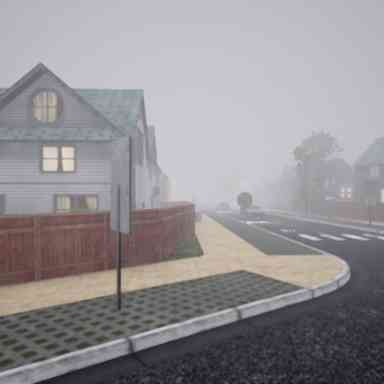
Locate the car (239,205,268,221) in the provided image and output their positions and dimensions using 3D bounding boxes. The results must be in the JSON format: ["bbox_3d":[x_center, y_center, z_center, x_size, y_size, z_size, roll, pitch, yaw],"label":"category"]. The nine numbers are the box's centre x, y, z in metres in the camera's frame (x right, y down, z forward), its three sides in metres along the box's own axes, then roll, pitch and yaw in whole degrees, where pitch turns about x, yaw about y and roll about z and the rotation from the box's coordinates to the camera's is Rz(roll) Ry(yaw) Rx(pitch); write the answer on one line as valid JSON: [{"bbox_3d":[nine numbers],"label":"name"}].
[{"bbox_3d":[5.684,1.914,31.505,2.033,1.411,5.357,0,-1,-2],"label":"car"}]

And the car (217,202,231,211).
[{"bbox_3d":[5.043,2.313,53.111,1.837,1.490,4.892,0,-2,-1],"label":"car"}]
